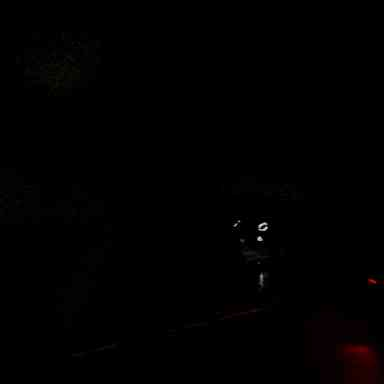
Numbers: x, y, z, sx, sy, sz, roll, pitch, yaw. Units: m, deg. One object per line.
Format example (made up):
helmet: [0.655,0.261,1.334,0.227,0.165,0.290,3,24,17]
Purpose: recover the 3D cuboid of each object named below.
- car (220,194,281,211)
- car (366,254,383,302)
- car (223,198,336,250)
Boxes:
car: [2.408,1.170,17.232,5.566,2.045,2.150,-1,0,-29]
car: [5.406,1.453,6.579,4.674,1.442,1.812,-1,0,-30]
car: [3.907,1.287,14.057,4.553,1.767,2.097,-1,0,-29]
